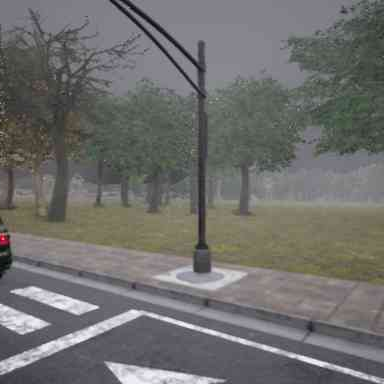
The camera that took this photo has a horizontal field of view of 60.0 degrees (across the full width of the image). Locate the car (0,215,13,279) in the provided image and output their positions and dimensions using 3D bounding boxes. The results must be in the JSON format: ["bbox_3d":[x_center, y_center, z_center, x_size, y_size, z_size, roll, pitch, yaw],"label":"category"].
[{"bbox_3d":[-6.835,1.227,8.567,5.566,2.045,2.150,0,0,36],"label":"car"}]
